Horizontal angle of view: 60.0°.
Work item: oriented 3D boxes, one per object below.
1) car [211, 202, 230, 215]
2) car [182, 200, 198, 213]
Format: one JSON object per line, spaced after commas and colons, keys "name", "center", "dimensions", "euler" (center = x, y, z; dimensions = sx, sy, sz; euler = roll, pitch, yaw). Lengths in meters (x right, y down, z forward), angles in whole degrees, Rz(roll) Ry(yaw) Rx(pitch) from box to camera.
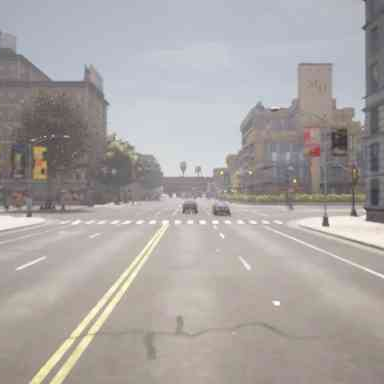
{"name": "car", "center": [3.291, 1.847, 38.514], "dimensions": [2.033, 1.411, 5.357], "euler": [0, 0, -1]}
{"name": "car", "center": [-0.250, 1.832, 42.324], "dimensions": [1.837, 1.490, 4.892], "euler": [0, -1, -1]}
